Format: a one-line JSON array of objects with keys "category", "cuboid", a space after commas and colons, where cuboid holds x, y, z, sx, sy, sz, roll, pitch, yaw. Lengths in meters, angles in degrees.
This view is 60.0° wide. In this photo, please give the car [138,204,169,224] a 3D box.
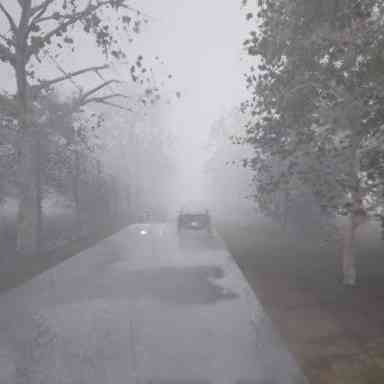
[{"category": "car", "cuboid": [-2.790, 1.560, 24.942, 1.994, 1.385, 4.181, 0, 0, 0]}]

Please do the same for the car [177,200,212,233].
[{"category": "car", "cuboid": [0.120, 1.475, 19.536, 1.882, 1.535, 5.008, 0, 0, 0]}]
